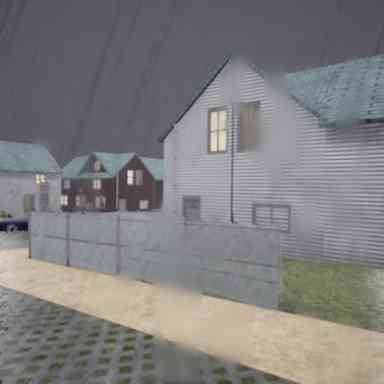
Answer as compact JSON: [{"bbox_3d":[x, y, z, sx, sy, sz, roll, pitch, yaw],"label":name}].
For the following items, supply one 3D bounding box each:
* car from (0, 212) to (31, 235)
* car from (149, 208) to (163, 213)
[{"bbox_3d":[-10.685,1.964,21.867,1.895,1.301,4.718,1,0,36],"label":"car"},{"bbox_3d":[-3.304,2.236,31.873,1.895,1.301,4.718,1,-1,37],"label":"car"}]
